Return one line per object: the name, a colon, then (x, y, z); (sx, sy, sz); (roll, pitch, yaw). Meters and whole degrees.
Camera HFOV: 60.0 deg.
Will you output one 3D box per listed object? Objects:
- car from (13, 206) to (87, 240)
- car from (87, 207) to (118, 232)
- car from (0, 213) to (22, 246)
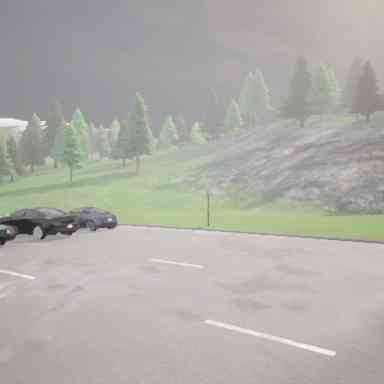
car: (-8.044, 1.485, 16.902); (5.008, 1.535, 1.882); (0, 0, 25)
car: (-6.543, 1.572, 20.063); (4.181, 1.385, 1.994); (0, 0, 25)
car: (-9.573, 1.616, 13.753); (4.718, 1.301, 1.895); (0, 0, 25)
